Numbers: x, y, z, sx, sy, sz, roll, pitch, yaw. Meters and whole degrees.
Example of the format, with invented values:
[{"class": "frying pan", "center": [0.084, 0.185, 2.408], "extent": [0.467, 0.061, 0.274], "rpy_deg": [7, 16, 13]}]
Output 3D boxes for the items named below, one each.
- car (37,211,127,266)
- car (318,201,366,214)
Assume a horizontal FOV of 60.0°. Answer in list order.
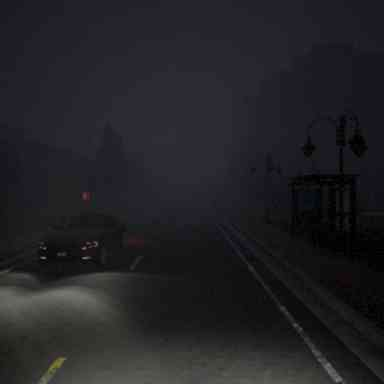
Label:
[{"class": "car", "center": [-3.599, 1.470, 11.717], "extent": [1.882, 1.535, 5.008], "rpy_deg": [0, 0, 0]}, {"class": "car", "center": [14.755, 1.560, 33.328], "extent": [4.718, 1.301, 1.895], "rpy_deg": [0, 0, 0]}]
